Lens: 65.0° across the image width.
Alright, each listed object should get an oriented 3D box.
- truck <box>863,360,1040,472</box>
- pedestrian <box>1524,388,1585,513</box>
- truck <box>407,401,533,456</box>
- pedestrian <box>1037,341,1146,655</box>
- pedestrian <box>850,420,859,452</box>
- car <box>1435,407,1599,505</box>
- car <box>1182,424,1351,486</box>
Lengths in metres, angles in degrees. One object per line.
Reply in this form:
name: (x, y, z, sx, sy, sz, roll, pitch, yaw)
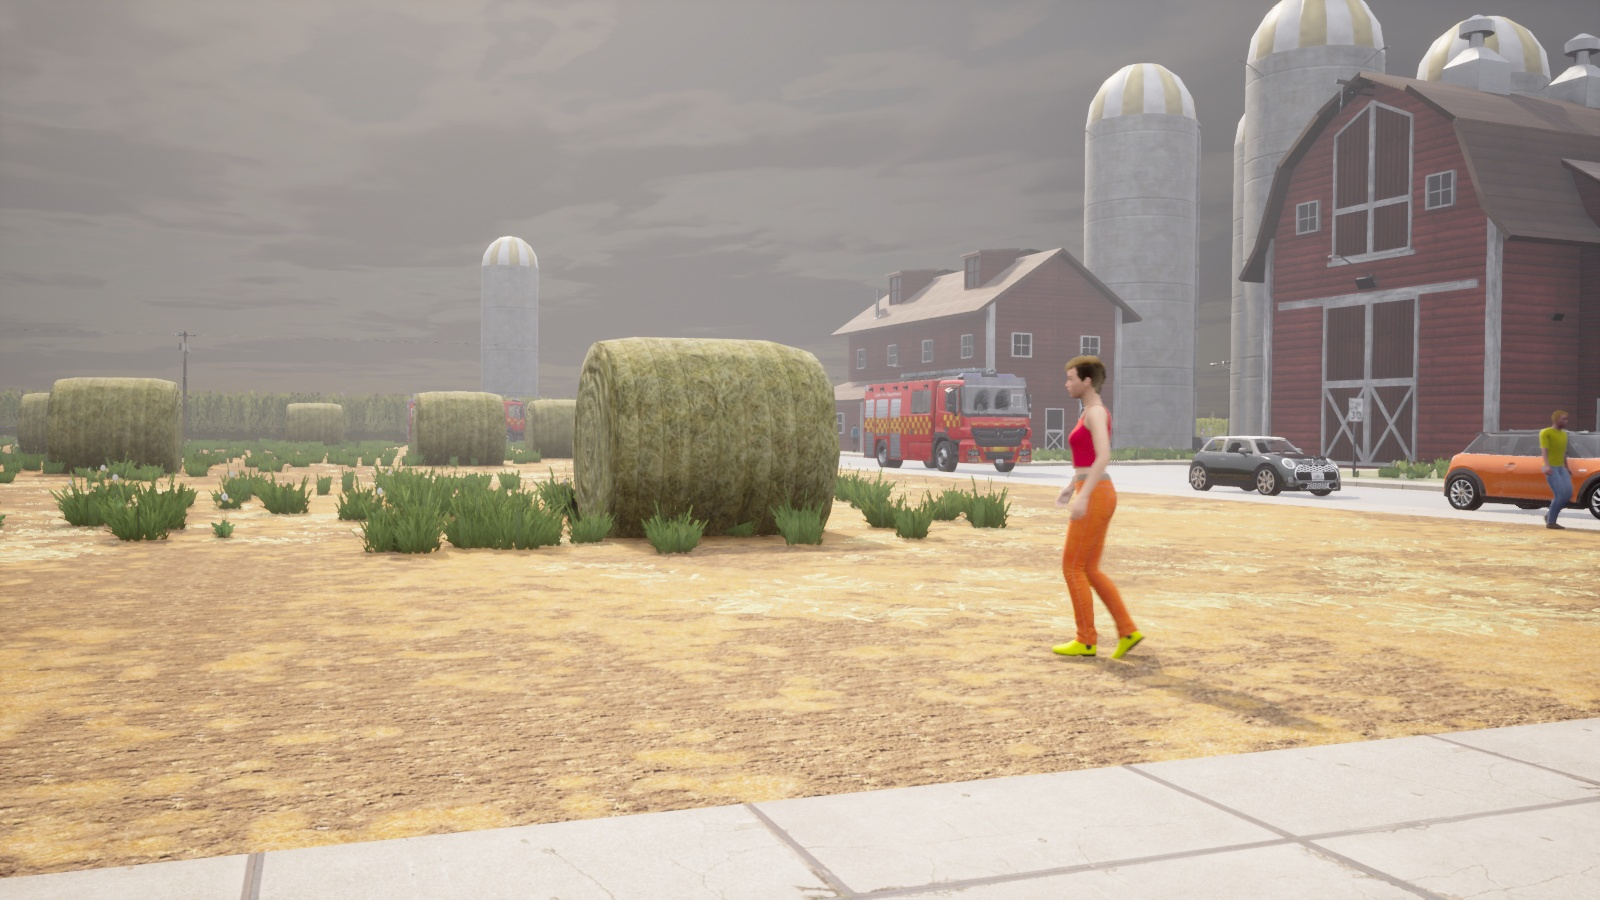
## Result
truck: (5.505, -1.246, 47.608, 2.891, 3.827, 8.468, -2, 1, -22)
pedestrian: (11.299, 0.005, 18.808, 0.354, 1.836, 0.706, -1, 1, -26)
truck: (-23.816, -1.585, 90.712, 8.468, 3.827, 2.891, -1, 1, -21)
pedestrian: (1.763, 0.281, 7.587, 0.594, 1.836, 0.345, 0, 1, 20)
pedestrian: (3.304, -0.837, 75.907, 0.396, 1.930, 0.692, 0, 1, 10)
car: (14.920, 0.071, 24.185, 2.097, 1.767, 4.553, -1, 1, -22)
car: (11.792, 0.089, 31.991, 1.970, 1.475, 3.806, -1, 1, -22)
